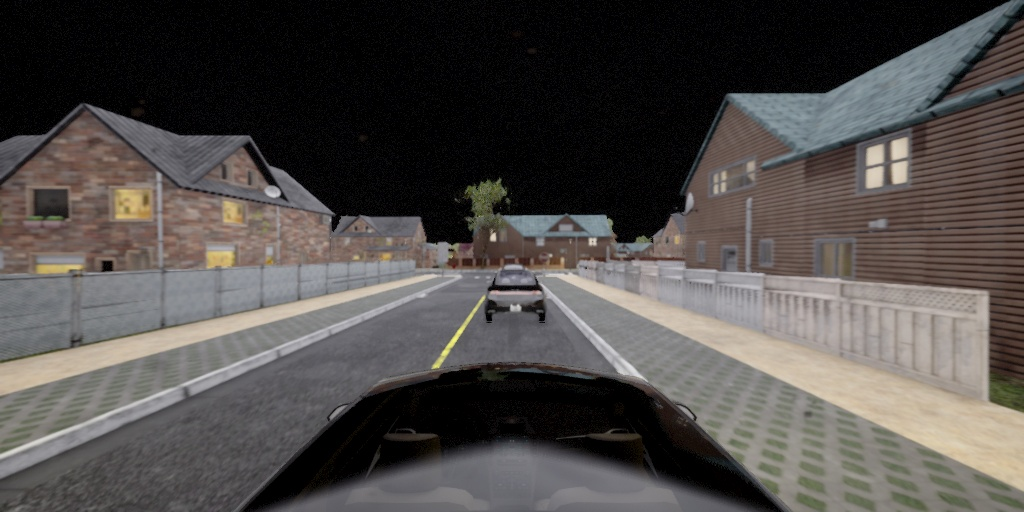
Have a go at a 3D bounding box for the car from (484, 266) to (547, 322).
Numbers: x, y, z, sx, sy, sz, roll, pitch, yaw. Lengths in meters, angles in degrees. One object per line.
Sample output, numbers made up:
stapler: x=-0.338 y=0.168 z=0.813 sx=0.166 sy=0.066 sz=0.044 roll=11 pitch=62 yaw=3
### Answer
car: x=0.103 y=1.246 z=12.225 sx=2.128 sy=1.511 sz=4.902 roll=0 pitch=0 yaw=0

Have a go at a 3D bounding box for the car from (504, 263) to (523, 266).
car: x=0.108 y=1.254 z=25.843 sx=1.882 sy=1.535 sz=5.008 roll=0 pitch=0 yaw=0
